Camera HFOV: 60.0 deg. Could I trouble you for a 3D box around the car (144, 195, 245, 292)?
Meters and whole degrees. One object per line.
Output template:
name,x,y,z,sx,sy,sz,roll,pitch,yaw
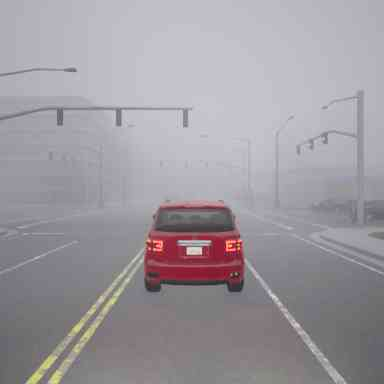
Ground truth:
car,0.056,1.221,9.064,2.150,2.045,5.566,0,0,0

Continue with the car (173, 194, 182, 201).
car,-3.648,1.355,83.692,2.097,1.767,4.553,0,0,0

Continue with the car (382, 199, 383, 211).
car,24.732,1.564,38.746,4.181,1.385,1.994,0,0,-5

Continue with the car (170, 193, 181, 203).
car,-3.630,1.225,73.725,2.150,2.045,5.566,0,0,0

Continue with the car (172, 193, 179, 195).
car,-3.677,1.352,54.854,2.097,1.767,4.553,0,0,0

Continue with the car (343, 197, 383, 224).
car,14.049,1.352,24.412,4.553,1.767,2.097,0,0,1

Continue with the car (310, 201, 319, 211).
car,16.090,1.352,38.609,4.553,1.767,2.097,0,0,0

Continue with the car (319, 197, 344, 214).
car,16.550,1.478,35.102,5.008,1.535,1.882,0,0,0
